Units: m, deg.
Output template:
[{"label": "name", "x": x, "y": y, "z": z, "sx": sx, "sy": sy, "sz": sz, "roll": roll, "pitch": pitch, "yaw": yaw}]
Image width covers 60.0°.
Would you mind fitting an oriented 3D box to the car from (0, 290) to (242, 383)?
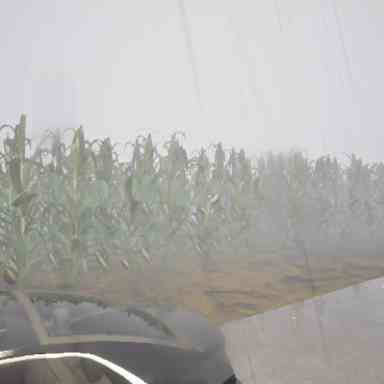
[{"label": "car", "x": -1.868, "y": 1.505, "z": 1.739, "sx": 4.892, "sy": 1.490, "sz": 1.837, "roll": 0, "pitch": 0, "yaw": -35}]
